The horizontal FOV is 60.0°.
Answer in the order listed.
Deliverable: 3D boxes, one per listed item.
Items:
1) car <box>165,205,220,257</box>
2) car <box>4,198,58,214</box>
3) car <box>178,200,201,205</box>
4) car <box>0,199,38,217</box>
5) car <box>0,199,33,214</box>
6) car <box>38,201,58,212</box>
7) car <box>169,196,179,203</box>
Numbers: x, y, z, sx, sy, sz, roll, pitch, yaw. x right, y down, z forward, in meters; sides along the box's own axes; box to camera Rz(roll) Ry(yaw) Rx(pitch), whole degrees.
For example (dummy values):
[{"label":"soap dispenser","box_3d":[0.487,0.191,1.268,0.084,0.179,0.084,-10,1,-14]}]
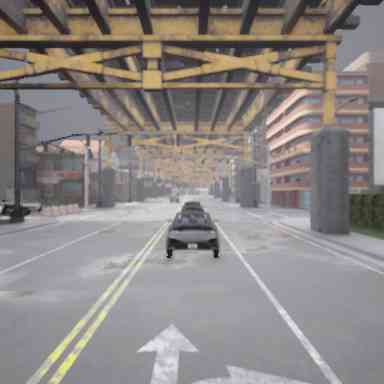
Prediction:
[{"label":"car","box_3d":[0.043,1.495,12.905,2.128,1.511,4.902,0,0,1]},{"label":"car","box_3d":[-16.760,1.460,34.926,4.974,1.542,2.038,0,0,-20]},{"label":"car","box_3d":[0.052,1.512,27.932,1.837,1.490,4.892,0,0,1]},{"label":"car","box_3d":[-17.087,1.459,30.768,4.974,1.542,2.038,0,0,25]},{"label":"car","box_3d":[-17.134,1.302,30.789,4.536,1.218,1.853,0,0,25]},{"label":"car","box_3d":[-16.809,1.303,34.908,4.536,1.218,1.853,0,0,-20]},{"label":"car","box_3d":[-3.503,1.506,66.712,2.128,1.511,4.902,0,0,0]}]
